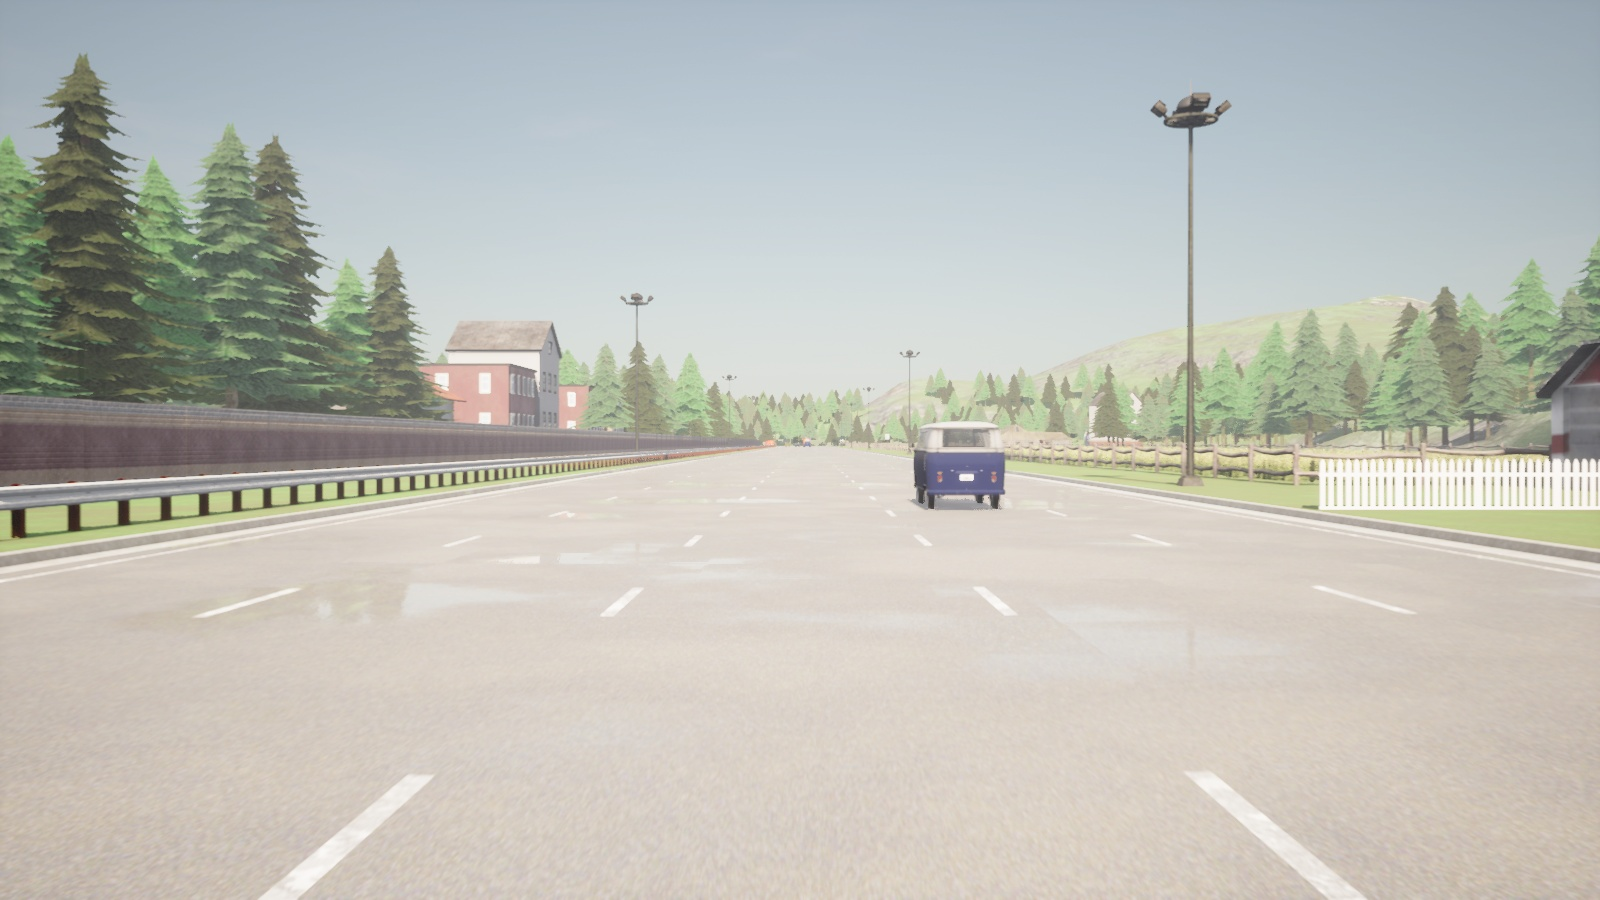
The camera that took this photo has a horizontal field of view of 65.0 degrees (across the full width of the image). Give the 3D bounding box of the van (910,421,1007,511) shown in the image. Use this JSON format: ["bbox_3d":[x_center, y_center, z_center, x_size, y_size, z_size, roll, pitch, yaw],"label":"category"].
[{"bbox_3d":[3.688,0.334,29.881,1.775,1.987,4.442,0,0,0],"label":"van"}]
